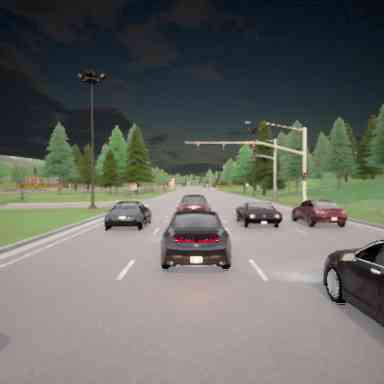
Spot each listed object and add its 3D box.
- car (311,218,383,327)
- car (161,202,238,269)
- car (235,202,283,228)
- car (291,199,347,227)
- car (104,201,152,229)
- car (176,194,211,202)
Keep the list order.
[{"bbox_3d":[3.601,1.395,4.896,1.837,1.490,4.892,0,0,0],"label":"car"},{"bbox_3d":[0.104,1.285,10.255,1.837,1.490,4.892,0,1,0],"label":"car"},{"bbox_3d":[3.606,1.199,18.825,1.895,1.301,4.718,0,1,0],"label":"car"},{"bbox_3d":[7.106,1.122,18.906,1.812,1.442,4.674,0,1,0],"label":"car"},{"bbox_3d":[-3.394,1.176,18.194,1.994,1.385,4.181,0,1,0],"label":"car"},{"bbox_3d":[0.105,0.914,20.550,2.097,1.767,4.553,0,1,0],"label":"car"}]
